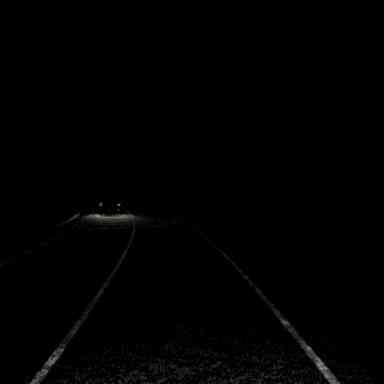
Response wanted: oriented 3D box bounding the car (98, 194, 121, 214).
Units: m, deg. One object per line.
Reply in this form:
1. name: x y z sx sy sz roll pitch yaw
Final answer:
1. car: -8.061 1.140 32.536 2.097 1.767 4.553 1 0 -14

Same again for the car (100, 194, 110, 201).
1. car: -18.987 1.147 72.380 1.837 1.490 4.892 1 -2 -16
